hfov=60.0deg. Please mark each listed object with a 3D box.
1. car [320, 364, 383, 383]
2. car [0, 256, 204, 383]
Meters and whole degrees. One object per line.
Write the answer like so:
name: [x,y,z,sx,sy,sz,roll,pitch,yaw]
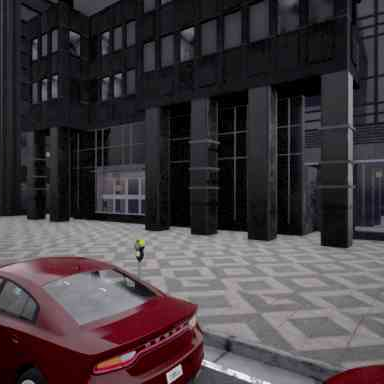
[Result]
car: [2.608,1.545,1.096,4.507,1.381,1.887,0,0,36]
car: [-1.974,1.545,4.378,4.507,1.381,1.887,0,0,36]
